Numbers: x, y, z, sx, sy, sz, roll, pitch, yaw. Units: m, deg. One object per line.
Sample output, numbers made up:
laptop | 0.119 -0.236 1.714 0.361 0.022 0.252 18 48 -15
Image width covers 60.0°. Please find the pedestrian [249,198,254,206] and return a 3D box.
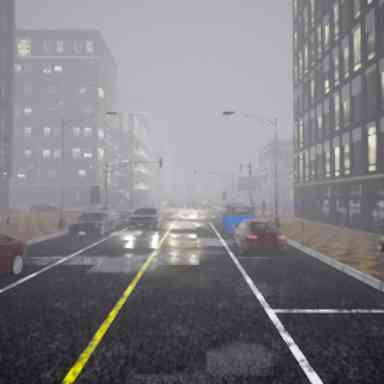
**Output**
pedestrian | 6.163 1.529 34.623 0.375 1.860 0.375 0 -1 0

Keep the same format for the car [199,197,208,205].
car | 2.760 2.264 80.734 2.192 1.841 5.009 0 -1 0

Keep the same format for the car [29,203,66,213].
car | -17.433 1.977 40.158 4.206 1.307 1.802 0 -1 0

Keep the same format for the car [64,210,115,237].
car | -5.671 1.781 19.363 1.947 1.339 4.313 0 -1 0

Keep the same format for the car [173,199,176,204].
car | -5.621 2.263 80.740 2.192 1.841 5.009 0 -1 0

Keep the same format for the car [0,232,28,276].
car | -5.680 1.634 7.987 1.887 1.381 4.507 0 -1 0

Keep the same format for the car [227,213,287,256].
car | 2.672 1.734 13.642 1.802 1.307 4.206 0 -1 0

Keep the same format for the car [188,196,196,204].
car | 0.073 2.417 89.643 2.097 1.767 4.553 0 -1 0

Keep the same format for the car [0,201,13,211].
car | -28.943 2.033 48.519 4.829 1.417 1.752 0 -1 0

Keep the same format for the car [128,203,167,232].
car | -3.061 1.728 22.520 1.882 1.535 5.008 0 -1 0

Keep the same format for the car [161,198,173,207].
car | -5.631 2.333 69.490 1.752 1.417 4.829 0 -1 0

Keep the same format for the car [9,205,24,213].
car | -22.925 1.909 40.150 4.829 1.417 1.752 0 -1 0

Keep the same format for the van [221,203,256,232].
van | 2.677 1.557 19.333 1.690 1.788 3.998 0 -1 0

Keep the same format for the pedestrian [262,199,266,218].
pedestrian | 7.163 1.654 33.420 0.375 1.860 0.375 0 -1 0

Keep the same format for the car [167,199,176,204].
car | -5.613 2.641 91.815 2.008 1.369 4.403 0 -1 0

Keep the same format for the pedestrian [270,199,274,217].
pedestrian | 8.163 1.630 34.020 0.375 1.860 0.375 0 -1 0

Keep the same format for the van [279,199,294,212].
van | 14.940 1.962 48.592 3.998 1.788 1.690 0 -1 0

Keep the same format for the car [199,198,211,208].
car | 2.746 2.270 64.285 1.752 1.417 4.829 0 -1 0
